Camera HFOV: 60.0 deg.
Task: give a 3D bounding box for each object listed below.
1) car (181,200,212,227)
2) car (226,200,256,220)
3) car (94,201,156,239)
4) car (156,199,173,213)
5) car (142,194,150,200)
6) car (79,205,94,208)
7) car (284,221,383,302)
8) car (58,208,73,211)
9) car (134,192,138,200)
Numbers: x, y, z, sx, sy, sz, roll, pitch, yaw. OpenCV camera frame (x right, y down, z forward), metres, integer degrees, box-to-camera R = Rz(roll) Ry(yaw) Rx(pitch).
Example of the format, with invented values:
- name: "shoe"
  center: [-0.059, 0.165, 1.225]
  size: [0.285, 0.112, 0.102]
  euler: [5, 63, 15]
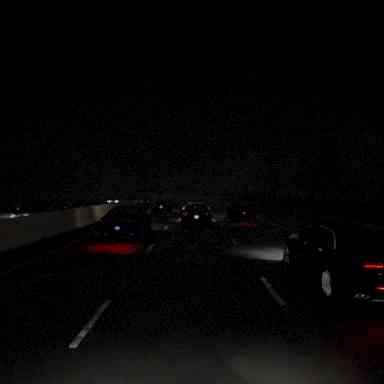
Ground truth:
- name: "car"
  center: [0.296, 1.491, 22.376]
  size: [1.994, 1.385, 4.181]
  euler: [0, 0, 1]
- name: "car"
  center: [3.839, 1.385, 26.671]
  size: [1.882, 1.535, 5.008]
  euler: [0, 0, 1]
- name: "car"
  center: [-3.255, 1.428, 17.070]
  size: [1.882, 1.535, 5.008]
  euler: [0, 0, 1]
- name: "car"
  center: [-3.102, 1.455, 35.392]
  size: [1.994, 1.385, 4.181]
  euler: [0, 0, 0]
- name: "car"
  center: [-10.808, 1.225, 79.267]
  size: [1.882, 1.535, 5.008]
  euler: [0, 0, -1]
- name: "car"
  center: [-10.305, 1.382, 34.860]
  size: [1.882, 1.535, 5.008]
  euler: [0, 0, 0]
- name: "car"
  center: [3.659, 1.472, 8.141]
  size: [1.837, 1.490, 4.892]
  euler: [0, 0, 1]
- name: "car"
  center: [-13.801, 1.463, 38.170]
  size: [1.994, 1.385, 4.181]
  euler: [0, 0, 0]
- name: "car"
  center: [-14.313, 0.956, 79.605]
  size: [2.150, 2.045, 5.566]
  euler: [0, 0, -1]
